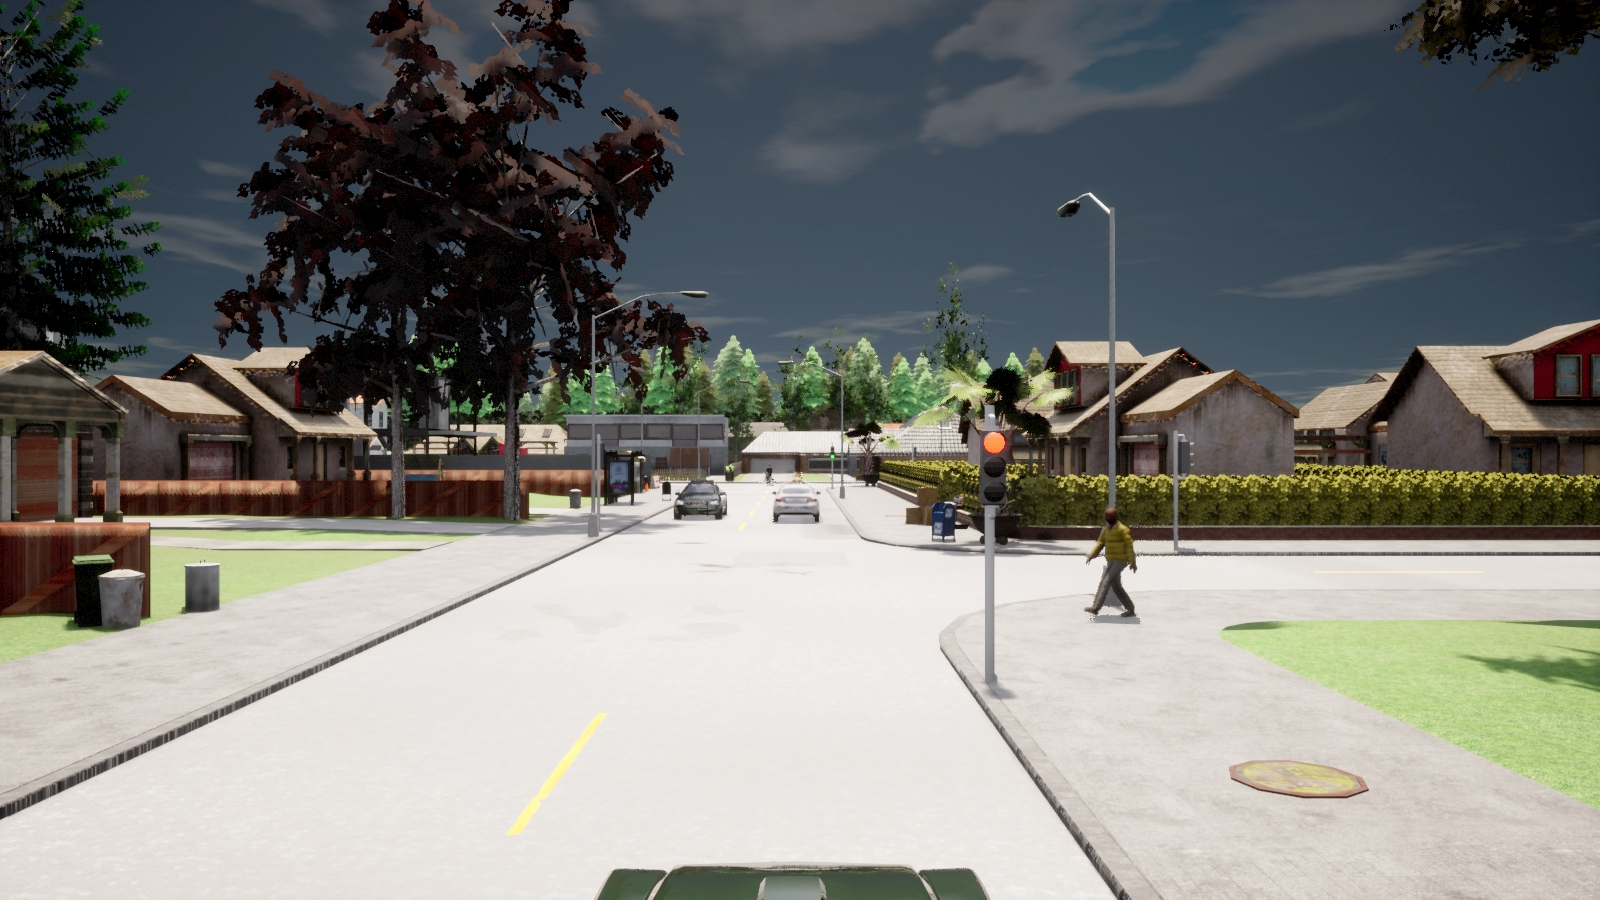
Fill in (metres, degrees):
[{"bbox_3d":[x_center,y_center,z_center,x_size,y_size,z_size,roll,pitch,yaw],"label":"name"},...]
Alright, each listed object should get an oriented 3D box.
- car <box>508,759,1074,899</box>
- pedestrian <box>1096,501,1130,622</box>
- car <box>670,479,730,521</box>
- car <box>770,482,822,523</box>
[{"bbox_3d":[-0.028,2.155,3.193,1.895,1.301,4.718,0,0,0],"label":"car"},{"bbox_3d":[4.935,1.743,18.031,0.375,1.860,0.375,0,0,-21],"label":"pedestrian"},{"bbox_3d":[-4.107,2.038,47.608,2.038,1.542,4.974,0,0,0],"label":"car"},{"bbox_3d":[-0.143,2.082,46.136,2.002,1.442,4.674,0,0,0],"label":"car"}]
